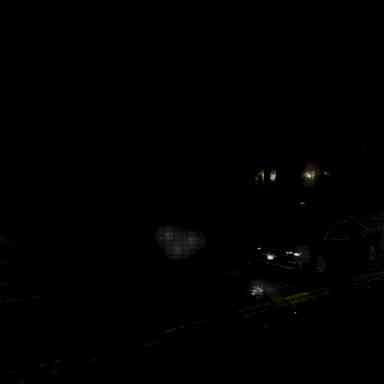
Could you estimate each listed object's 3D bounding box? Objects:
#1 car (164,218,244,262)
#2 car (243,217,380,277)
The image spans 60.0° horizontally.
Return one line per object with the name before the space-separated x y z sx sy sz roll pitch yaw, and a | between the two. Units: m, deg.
car | 1.326 1.677 12.614 4.718 1.301 1.895 1 0 -35
car | 4.147 1.591 10.634 4.892 1.490 1.837 1 0 -35
